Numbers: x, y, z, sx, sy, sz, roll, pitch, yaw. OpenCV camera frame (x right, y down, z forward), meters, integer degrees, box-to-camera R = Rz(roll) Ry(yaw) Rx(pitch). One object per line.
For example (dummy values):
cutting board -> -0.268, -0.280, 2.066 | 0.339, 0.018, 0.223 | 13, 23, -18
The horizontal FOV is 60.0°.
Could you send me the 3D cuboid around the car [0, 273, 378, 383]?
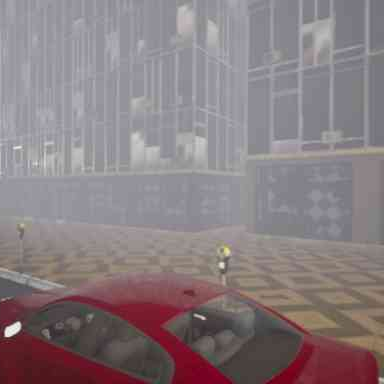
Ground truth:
car -> -0.635, 1.527, 3.328 | 4.507, 1.381, 1.887 | 1, 0, 35
